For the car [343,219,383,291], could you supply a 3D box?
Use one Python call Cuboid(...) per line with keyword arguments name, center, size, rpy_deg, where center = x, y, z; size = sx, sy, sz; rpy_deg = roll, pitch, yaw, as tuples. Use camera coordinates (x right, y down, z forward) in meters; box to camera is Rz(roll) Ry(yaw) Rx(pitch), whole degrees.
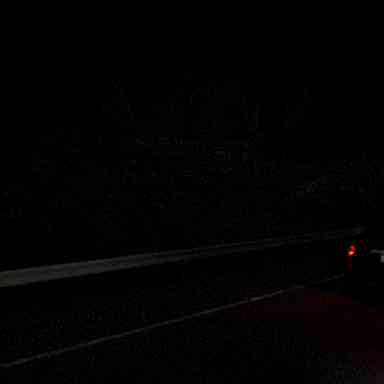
Cuboid(name="car", center=(5.571, 1.341, 7.756), size=(4.553, 1.767, 2.097), rpy_deg=(0, 0, -36))
